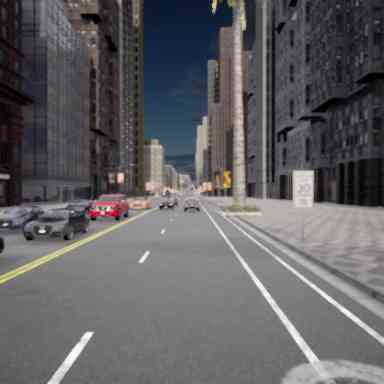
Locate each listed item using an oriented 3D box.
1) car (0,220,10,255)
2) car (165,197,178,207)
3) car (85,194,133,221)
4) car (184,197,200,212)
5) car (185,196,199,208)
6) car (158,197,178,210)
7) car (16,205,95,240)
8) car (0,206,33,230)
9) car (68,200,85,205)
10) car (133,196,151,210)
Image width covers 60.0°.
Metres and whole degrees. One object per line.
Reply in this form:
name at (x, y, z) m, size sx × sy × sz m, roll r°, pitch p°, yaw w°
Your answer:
car at (-6.601, 1.590, 7.855) m, size 1.895 × 1.301 × 4.718 m, roll 0°, pitch 0°, yaw 0°
car at (-3.159, 1.497, 52.629) m, size 1.812 × 1.442 × 4.674 m, roll 0°, pitch 0°, yaw 0°
car at (-6.596, 1.190, 27.287) m, size 2.150 × 2.045 × 5.566 m, roll 0°, pitch 0°, yaw 0°
car at (-0.008, 1.513, 38.872) m, size 2.033 × 1.411 × 5.357 m, roll 0°, pitch 0°, yaw 0°
car at (-0.008, 1.447, 49.588) m, size 1.882 × 1.535 × 5.008 m, roll 0°, pitch 0°, yaw 0°
car at (-3.162, 1.567, 42.521) m, size 1.895 × 1.301 × 4.718 m, roll 0°, pitch 0°, yaw 0°
car at (-6.606, 1.541, 16.644) m, size 1.994 × 1.385 × 4.181 m, roll 0°, pitch 0°, yaw 0°
car at (-9.848, 1.538, 19.572) m, size 1.994 × 1.385 × 4.181 m, roll 0°, pitch 0°, yaw 1°
car at (-9.843, 1.458, 29.950) m, size 2.128 × 1.511 × 4.902 m, roll 0°, pitch 0°, yaw 0°
car at (-6.523, 1.317, 42.003) m, size 2.097 × 1.767 × 4.553 m, roll 0°, pitch 0°, yaw 0°
